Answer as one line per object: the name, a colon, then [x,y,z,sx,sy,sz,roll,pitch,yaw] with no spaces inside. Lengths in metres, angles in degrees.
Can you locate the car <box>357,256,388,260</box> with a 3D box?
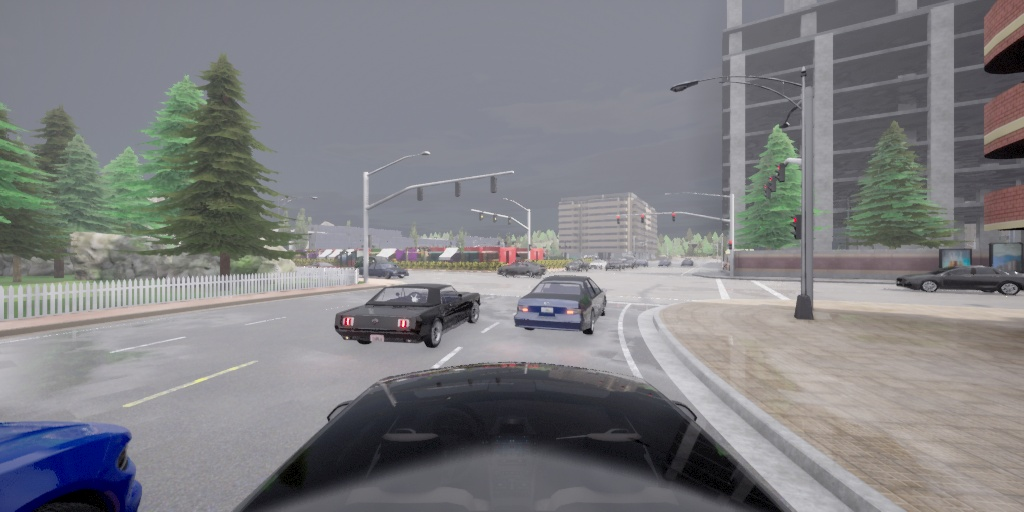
car: [-14.661,1.027,38.837,5.566,2.045,2.150,0,0,30]

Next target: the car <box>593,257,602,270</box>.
car: [13.104,1.276,54.366,1.812,1.442,4.674,0,0,30]

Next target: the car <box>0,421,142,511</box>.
car: [-3.214,1.228,0.139,1.882,1.535,5.008,0,0,-2]

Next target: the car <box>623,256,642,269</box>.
car: [18.705,1.241,57.086,2.128,1.511,4.902,0,0,30]

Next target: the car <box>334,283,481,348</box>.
car: [-2.256,1.351,9.317,1.895,1.301,4.718,0,0,11]

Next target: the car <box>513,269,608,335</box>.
car: [1.679,1.297,10.673,2.033,1.411,5.357,0,0,20]

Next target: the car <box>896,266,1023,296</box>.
car: [25.042,1.310,20.059,4.892,1.490,1.837,0,0,30]

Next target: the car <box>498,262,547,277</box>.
car: [0.901,1.279,34.076,4.902,1.511,2.128,0,0,30]

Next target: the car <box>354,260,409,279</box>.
car: [-12.023,1.353,33.242,5.357,1.411,2.033,0,0,31]

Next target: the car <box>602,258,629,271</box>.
car: [14.274,1.314,49.342,1.994,1.385,4.181,0,0,30]

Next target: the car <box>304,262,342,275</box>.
car: [-20.056,1.331,37.922,4.674,1.442,1.812,0,0,30]

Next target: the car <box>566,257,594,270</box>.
car: [8.528,1.241,46.358,2.128,1.511,4.902,0,0,30]
